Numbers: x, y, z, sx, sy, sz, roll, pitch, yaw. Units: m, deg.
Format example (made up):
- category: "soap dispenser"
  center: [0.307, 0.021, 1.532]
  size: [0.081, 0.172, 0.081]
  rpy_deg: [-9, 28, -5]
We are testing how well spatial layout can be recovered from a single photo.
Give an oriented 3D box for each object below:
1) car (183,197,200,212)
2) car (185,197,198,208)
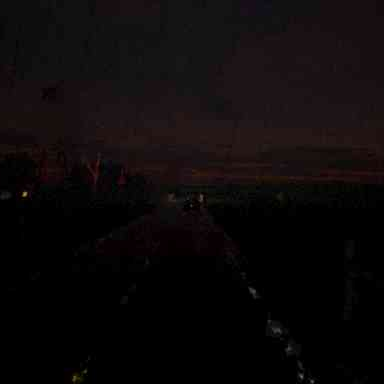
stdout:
- category: "car"
  center: [-0.038, 1.471, 37.159]
  size: [2.033, 1.411, 5.357]
  rpy_deg: [0, 0, 0]
- category: "car"
  center: [-0.044, 1.435, 48.003]
  size: [1.812, 1.442, 4.674]
  rpy_deg: [0, 0, 0]
